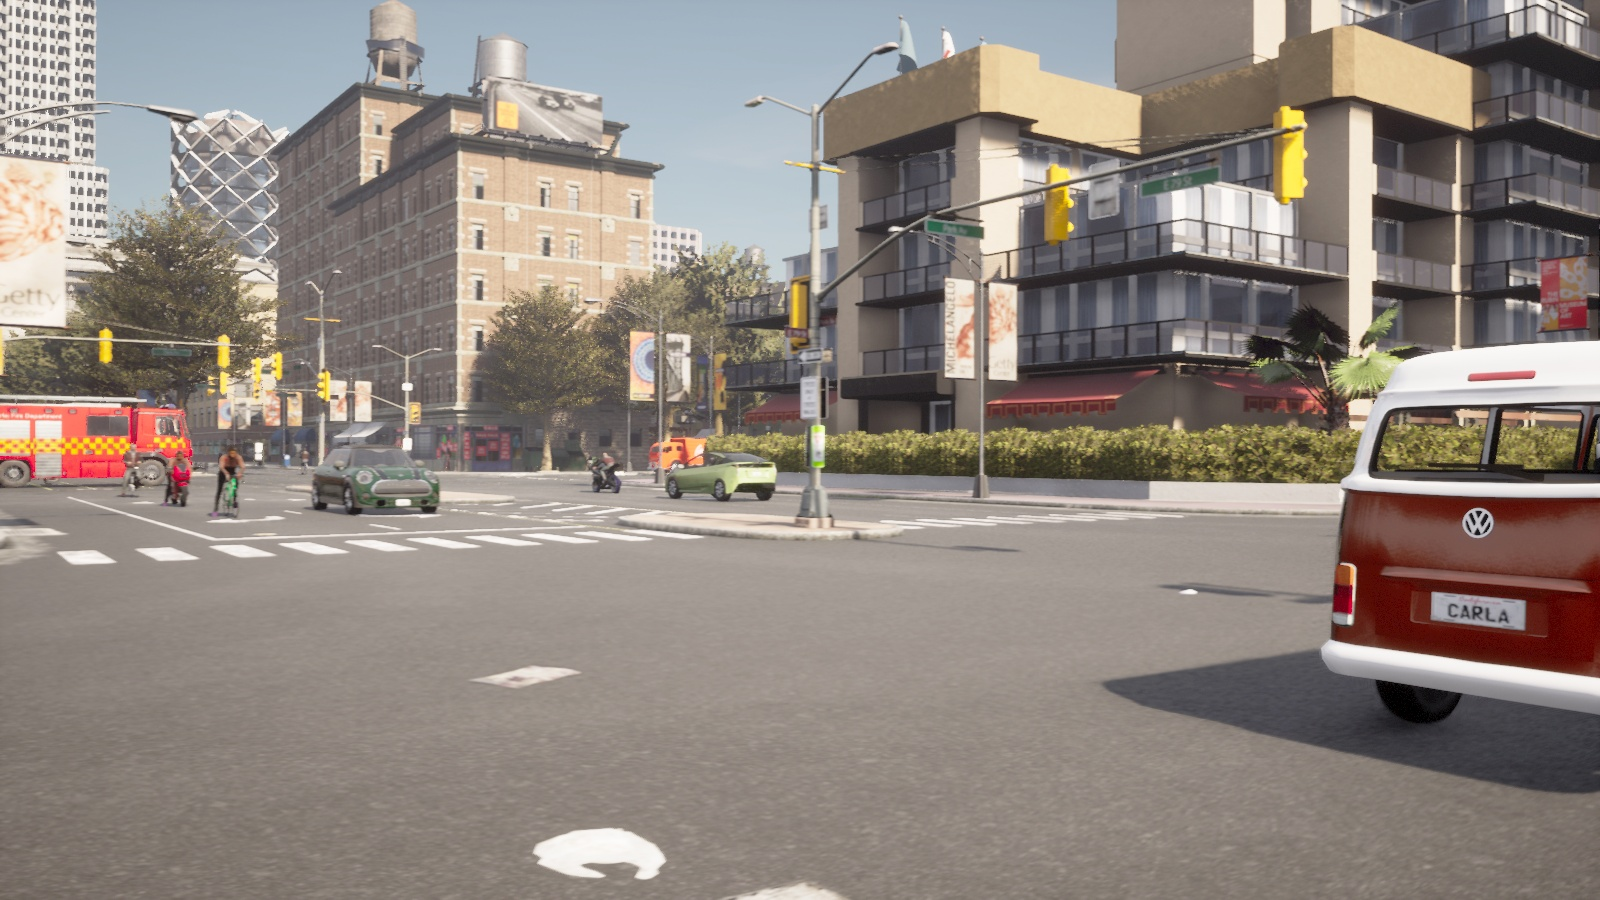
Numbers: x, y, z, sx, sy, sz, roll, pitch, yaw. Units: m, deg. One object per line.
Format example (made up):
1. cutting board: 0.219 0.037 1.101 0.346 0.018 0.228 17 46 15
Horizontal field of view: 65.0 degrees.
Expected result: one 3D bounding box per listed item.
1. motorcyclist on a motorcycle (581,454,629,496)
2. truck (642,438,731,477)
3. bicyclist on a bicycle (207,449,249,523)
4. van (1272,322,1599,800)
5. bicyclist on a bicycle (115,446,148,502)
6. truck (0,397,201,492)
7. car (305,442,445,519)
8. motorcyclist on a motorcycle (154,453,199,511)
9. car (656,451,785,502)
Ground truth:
1. motorcyclist on a motorcycle: -7.215 0.909 46.329 0.866 1.530 2.191 0 0 -35
2. truck: -7.443 0.476 82.690 5.204 2.467 2.627 0 0 -36
3. bicyclist on a bicycle: -13.038 0.795 28.603 0.582 1.620 1.656 0 0 -35
4. van: 4.938 0.475 7.097 4.480 2.038 2.069 0 0 -35
5. bicyclist on a bicycle: -21.601 0.760 40.584 0.659 1.776 1.843 0 0 -37
6. truck: -30.337 -0.225 53.356 8.468 3.827 2.891 0 0 -36
7. car: -10.671 0.703 31.317 2.097 1.767 4.553 0 0 -35
8. motorcyclist on a motorcycle: -16.986 0.847 34.175 0.797 1.523 2.044 0 0 -35
9. car: -2.597 0.795 39.812 2.007 1.525 4.514 0 0 -35
